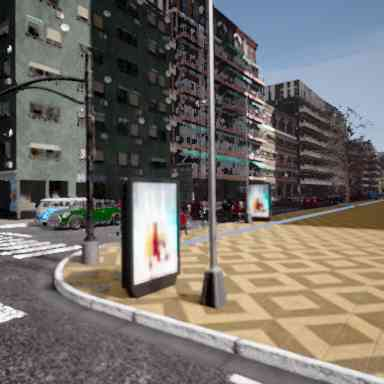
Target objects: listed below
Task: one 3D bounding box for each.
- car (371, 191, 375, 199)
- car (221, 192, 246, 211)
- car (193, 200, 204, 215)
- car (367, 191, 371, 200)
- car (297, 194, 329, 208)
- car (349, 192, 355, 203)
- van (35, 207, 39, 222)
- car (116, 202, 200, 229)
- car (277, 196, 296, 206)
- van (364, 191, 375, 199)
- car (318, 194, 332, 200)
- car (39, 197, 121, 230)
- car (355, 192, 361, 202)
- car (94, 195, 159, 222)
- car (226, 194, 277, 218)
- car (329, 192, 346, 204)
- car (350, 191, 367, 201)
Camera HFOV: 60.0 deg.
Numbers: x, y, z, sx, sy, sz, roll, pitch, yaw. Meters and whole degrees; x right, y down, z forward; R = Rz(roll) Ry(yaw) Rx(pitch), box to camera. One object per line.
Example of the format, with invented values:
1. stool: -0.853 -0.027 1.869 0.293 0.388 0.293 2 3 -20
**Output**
1. car: 37.260 0.933 71.305 1.802 1.307 4.206 -1 0 36
2. car: 5.439 0.990 37.289 2.150 2.045 5.566 -1 0 36
3. car: -0.692 1.373 28.833 1.812 1.442 4.674 -1 0 36
4. car: 34.015 0.939 66.829 2.008 1.369 4.403 -1 0 36
5. car: 14.547 1.063 39.979 1.967 1.590 4.097 -1 0 36
6. car: 24.282 1.049 53.404 1.887 1.381 4.507 -1 0 36
7. van: -8.459 1.303 22.523 1.690 1.788 3.998 -1 0 36
8. car: -1.673 1.414 17.603 1.802 1.307 4.206 -1 0 36
9. car: 12.398 1.228 46.778 2.033 1.411 5.357 -1 0 36
10. van: 40.502 0.655 75.780 1.690 1.788 3.998 -1 0 36
11. car: 30.476 1.046 76.225 1.947 1.339 4.313 -1 0 36
12. car: -6.609 1.277 20.674 2.097 1.767 4.553 -1 0 36
13. car: 27.526 1.047 57.879 1.802 1.307 4.206 -1 0 36
14. car: -5.215 1.234 26.998 2.192 1.841 5.009 -1 0 36
15. car: 4.814 1.187 26.554 1.967 1.590 4.097 -1 0 36
16. car: 21.037 1.094 48.929 2.008 1.369 4.403 -1 0 36
17. car: 30.768 0.741 62.354 2.192 1.841 5.009 -1 0 36
